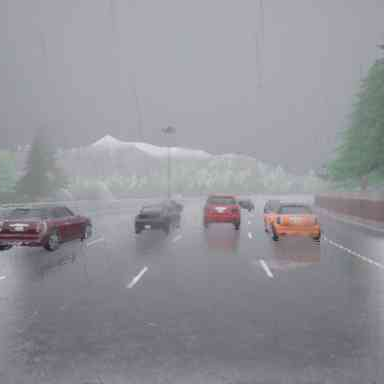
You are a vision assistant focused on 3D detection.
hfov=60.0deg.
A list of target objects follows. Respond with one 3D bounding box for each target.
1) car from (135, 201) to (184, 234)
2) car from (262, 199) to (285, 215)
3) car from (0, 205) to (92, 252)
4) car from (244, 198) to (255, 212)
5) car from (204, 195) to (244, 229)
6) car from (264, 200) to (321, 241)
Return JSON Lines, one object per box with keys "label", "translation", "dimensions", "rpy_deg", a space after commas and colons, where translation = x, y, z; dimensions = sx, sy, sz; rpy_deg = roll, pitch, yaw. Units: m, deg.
{"label": "car", "translation": [-1.843, 1.487, 19.040], "dimensions": [1.837, 1.490, 4.892], "rpy_deg": [0, 0, 8]}
{"label": "car", "translation": [8.553, 1.515, 34.509], "dimensions": [2.033, 1.411, 5.357], "rpy_deg": [0, 0, 16]}
{"label": "car", "translation": [-5.996, 1.339, 14.102], "dimensions": [2.097, 1.767, 4.553], "rpy_deg": [0, 0, 6]}
{"label": "car", "translation": [6.146, 1.466, 38.549], "dimensions": [1.837, 1.490, 4.892], "rpy_deg": [0, -1, 17]}
{"label": "car", "translation": [2.102, 1.201, 21.770], "dimensions": [2.150, 2.045, 5.566], "rpy_deg": [0, 0, 10]}
{"label": "car", "translation": [4.882, 1.336, 16.669], "dimensions": [2.097, 1.767, 4.553], "rpy_deg": [0, 0, 7]}
